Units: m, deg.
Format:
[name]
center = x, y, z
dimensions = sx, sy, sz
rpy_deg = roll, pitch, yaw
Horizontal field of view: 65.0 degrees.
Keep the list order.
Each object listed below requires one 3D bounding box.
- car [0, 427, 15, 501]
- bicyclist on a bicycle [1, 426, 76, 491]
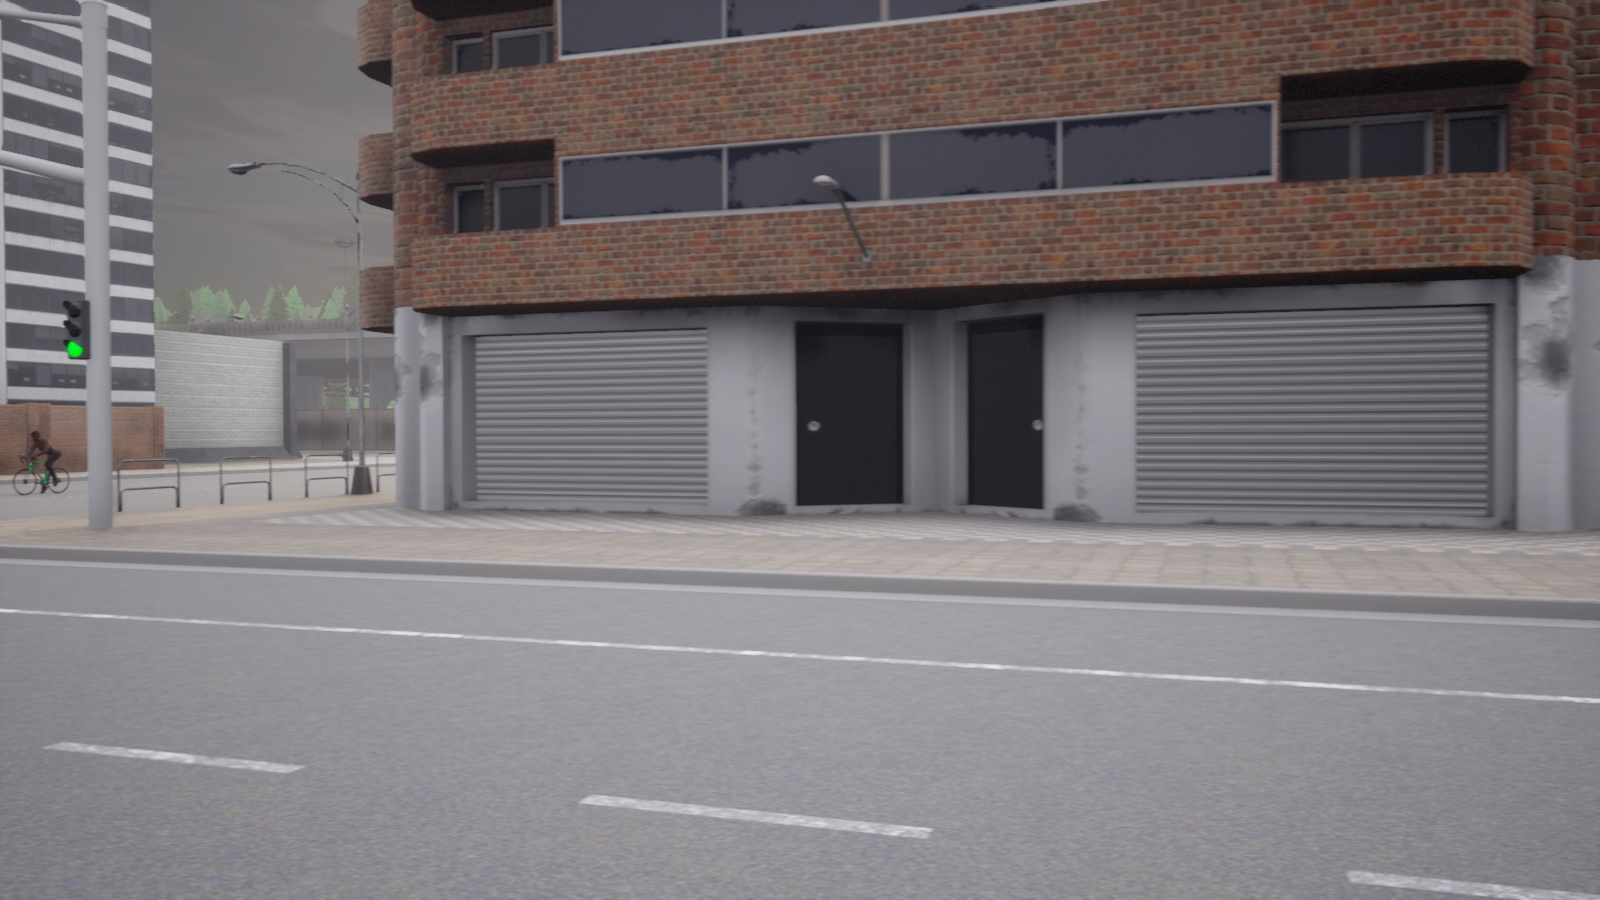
[car]
center = -18.223, 0.312, 24.535
dimensions = 2.007, 1.525, 4.514
rpy_deg = 0, 1, 25
[bicyclist on a bicycle]
center = -19.467, 0.192, 32.130
dimensions = 0.582, 1.620, 1.656
rpy_deg = 1, 1, 18
